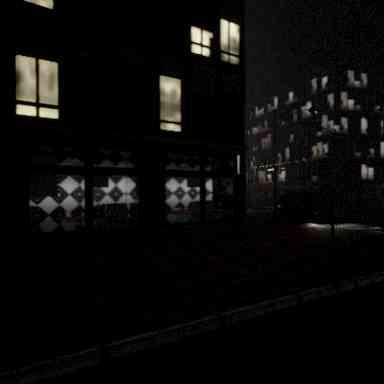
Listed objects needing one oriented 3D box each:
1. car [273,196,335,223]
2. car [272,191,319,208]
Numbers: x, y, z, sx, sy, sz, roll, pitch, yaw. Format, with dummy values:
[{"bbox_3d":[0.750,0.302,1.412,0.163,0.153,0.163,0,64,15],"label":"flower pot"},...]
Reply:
[{"bbox_3d":[8.121,1.295,23.992,1.837,1.490,4.892,-1,1,-18],"label":"car"},{"bbox_3d":[9.415,0.912,29.817,2.150,2.045,5.566,-1,1,-18],"label":"car"}]
